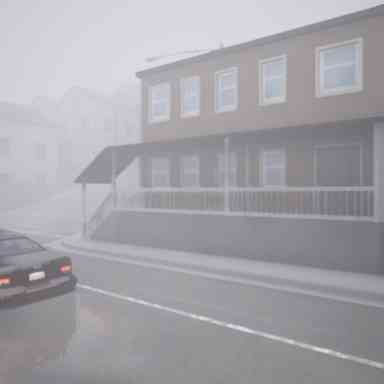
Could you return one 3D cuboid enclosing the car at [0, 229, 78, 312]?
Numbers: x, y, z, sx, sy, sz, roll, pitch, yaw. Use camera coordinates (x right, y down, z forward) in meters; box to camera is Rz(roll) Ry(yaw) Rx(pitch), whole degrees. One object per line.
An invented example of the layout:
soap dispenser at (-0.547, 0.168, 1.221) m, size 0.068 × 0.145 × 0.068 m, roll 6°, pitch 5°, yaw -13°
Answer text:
car at (-4.812, 1.545, 7.418) m, size 5.357 × 1.411 × 2.033 m, roll 0°, pitch 0°, yaw 36°
